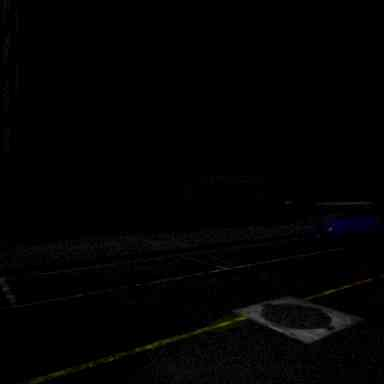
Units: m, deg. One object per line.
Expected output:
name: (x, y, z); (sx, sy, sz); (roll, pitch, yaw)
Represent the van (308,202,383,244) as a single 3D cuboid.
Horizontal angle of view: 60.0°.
van: (7.074, 1.342, 15.444); (3.998, 1.788, 1.690); (0, 0, -36)
